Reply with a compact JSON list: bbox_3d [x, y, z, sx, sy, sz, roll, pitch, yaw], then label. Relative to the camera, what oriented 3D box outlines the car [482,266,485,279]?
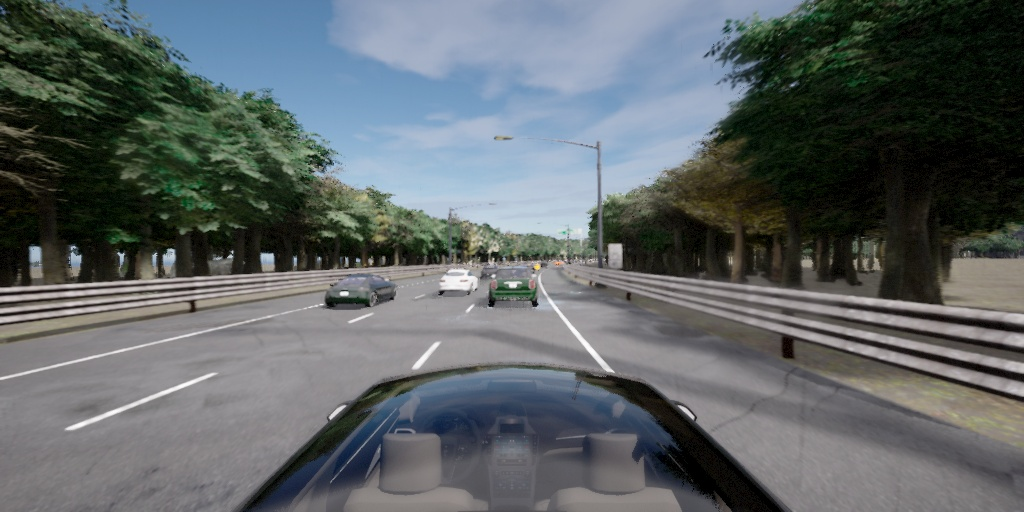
[{"bbox_3d":[-2.189,1.660,38.734,2.128,1.511,4.902,0,-1,4],"label":"car"}]

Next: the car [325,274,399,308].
[{"bbox_3d":[-6.790,1.526,16.631,1.994,1.385,4.181,0,-1,1],"label":"car"}]

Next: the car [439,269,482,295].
[{"bbox_3d":[-3.148,1.516,21.634,1.812,1.442,4.674,0,-1,2],"label":"car"}]

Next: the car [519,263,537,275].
[{"bbox_3d":[2.291,1.756,50.476,2.128,1.511,4.902,-1,-1,6],"label":"car"}]

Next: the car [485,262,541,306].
[{"bbox_3d":[0.095,1.269,16.919,2.097,1.767,4.553,0,-1,1],"label":"car"}]

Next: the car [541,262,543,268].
[{"bbox_3d":[3.874,1.865,63.215,1.882,1.535,5.008,-1,-1,8],"label":"car"}]

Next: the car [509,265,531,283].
[{"bbox_3d":[0.808,1.614,33.151,1.812,1.442,4.674,0,-1,4],"label":"car"}]
